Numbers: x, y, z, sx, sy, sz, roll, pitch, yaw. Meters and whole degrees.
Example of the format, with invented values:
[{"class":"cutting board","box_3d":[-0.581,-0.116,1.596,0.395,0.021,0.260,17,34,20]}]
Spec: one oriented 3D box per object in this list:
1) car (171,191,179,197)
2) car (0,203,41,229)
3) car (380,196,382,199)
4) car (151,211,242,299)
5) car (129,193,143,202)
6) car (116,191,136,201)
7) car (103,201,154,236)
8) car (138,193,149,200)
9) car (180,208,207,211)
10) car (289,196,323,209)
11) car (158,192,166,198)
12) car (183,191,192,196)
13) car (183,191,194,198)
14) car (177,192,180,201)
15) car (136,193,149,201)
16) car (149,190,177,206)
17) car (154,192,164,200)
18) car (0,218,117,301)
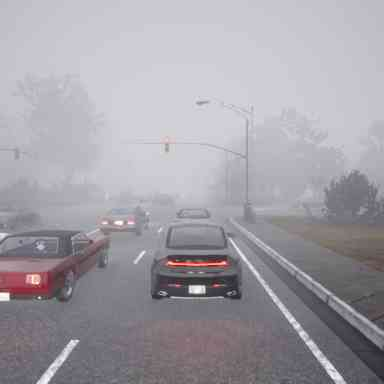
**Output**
[{"class":"car","box_3d":[-4.928,0.612,95.109,2.128,1.511,4.902,0,1,-7]},{"class":"car","box_3d":[-10.592,1.444,19.467,1.994,1.385,4.181,0,0,-1]},{"class":"car","box_3d":[21.148,1.258,31.606,5.008,1.535,1.882,0,0,-3]},{"class":"car","box_3d":[0.090,1.473,8.343,1.837,1.490,4.892,0,0,0]},{"class":"car","box_3d":[-10.661,0.984,63.713,1.882,1.535,5.008,0,1,0]},{"class":"car","box_3d":[-10.679,0.818,53.826,2.150,2.045,5.566,0,0,0]},{"class":"car","box_3d":[-3.442,1.442,17.753,2.033,1.411,5.357,0,0,-1]},{"class":"car","box_3d":[-10.724,0.987,73.799,1.895,1.301,4.718,0,1,-1]},{"class":"car","box_3d":[0.084,1.496,17.656,1.895,1.301,4.718,0,0,0]},{"class":"car","box_3d":[13.675,1.216,38.383,4.902,1.511,2.128,0,0,-3]},{"class":"car","box_3d":[-7.583,0.776,83.940,1.812,1.442,4.674,0,1,-3]},{"class":"car","box_3d":[-1.402,0.460,95.140,2.033,1.411,5.357,0,1,-7]},{"class":"car","box_3d":[-0.651,0.779,85.262,1.994,1.385,4.181,0,1,-4]},{"class":"car","box_3d":[-3.564,0.811,68.220,2.097,1.767,4.553,0,1,-1]},{"class":"car","box_3d":[-7.180,1.149,53.306,2.033,1.411,5.357,0,0,0]},{"class":"car","box_3d":[-3.925,1.012,46.165,2.097,1.767,4.553,0,0,10]},{"class":"car","box_3d":[-7.220,0.872,73.671,1.882,1.535,5.008,0,1,-1]},{"class":"car","box_3d":[-3.411,1.570,8.164,1.895,1.301,4.718,0,0,0]}]
